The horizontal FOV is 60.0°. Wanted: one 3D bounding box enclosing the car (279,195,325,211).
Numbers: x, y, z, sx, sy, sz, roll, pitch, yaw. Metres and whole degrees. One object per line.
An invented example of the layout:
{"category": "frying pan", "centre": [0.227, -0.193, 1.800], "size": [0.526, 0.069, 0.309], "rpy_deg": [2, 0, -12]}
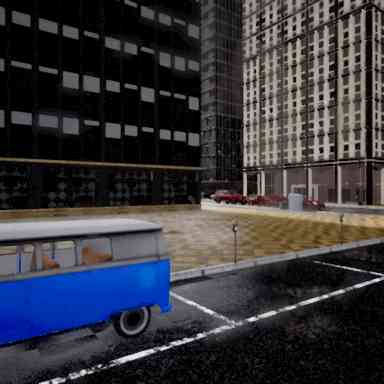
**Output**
{"category": "car", "centre": [11.374, 1.049, 33.627], "size": [1.967, 1.590, 4.097], "rpy_deg": [1, 0, -36]}

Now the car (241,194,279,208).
{"category": "car", "centre": [8.125, 1.084, 38.159], "size": [1.802, 1.307, 4.206], "rpy_deg": [1, 0, -36]}

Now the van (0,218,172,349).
{"category": "van", "centre": [-2.244, 1.340, 4.959], "size": [3.998, 1.788, 1.690], "rpy_deg": [0, 0, -35]}

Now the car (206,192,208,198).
{"category": "car", "centre": [5.065, 0.683, 56.827], "size": [1.752, 1.417, 4.829], "rpy_deg": [1, 0, -36]}

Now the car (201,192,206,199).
{"category": "car", "centre": [1.916, 0.619, 61.222], "size": [1.947, 1.339, 4.313], "rpy_deg": [1, 0, -36]}

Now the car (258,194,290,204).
{"category": "car", "centre": [11.656, 0.957, 47.620], "size": [1.802, 1.307, 4.206], "rpy_deg": [1, 0, -36]}

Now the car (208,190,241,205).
{"category": "car", "centre": [4.886, 0.710, 42.690], "size": [2.192, 1.841, 5.009], "rpy_deg": [1, 0, -36]}
